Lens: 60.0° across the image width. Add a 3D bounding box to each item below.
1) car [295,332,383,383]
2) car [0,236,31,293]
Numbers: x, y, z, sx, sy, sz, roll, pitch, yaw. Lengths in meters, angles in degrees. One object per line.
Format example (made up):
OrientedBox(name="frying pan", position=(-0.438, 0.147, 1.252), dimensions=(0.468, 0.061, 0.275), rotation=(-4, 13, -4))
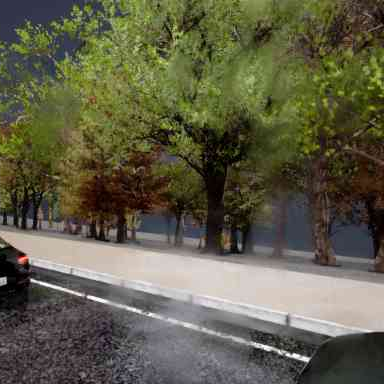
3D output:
OrientedBox(name="car", position=(2.630, 1.564, 1.810), dimensions=(4.181, 1.385, 1.994), rotation=(0, 0, 35))
OrientedBox(name="car", position=(-5.487, 1.524, 7.556), dimensions=(4.674, 1.442, 1.812), rotation=(0, 0, 35))
